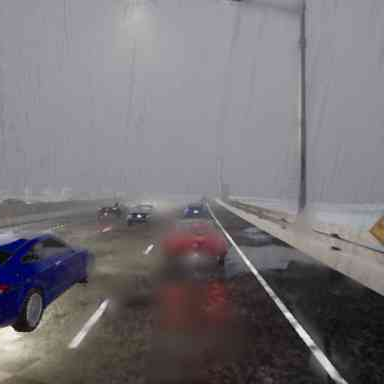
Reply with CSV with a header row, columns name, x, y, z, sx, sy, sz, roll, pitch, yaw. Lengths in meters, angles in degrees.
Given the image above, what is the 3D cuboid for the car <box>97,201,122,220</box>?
name,x,y,z,sx,sy,sz,roll,pitch,yaw
car,-6.665,1.517,28.463,2.128,1.511,4.902,0,0,1

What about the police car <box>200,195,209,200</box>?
name,x,y,z,sx,sy,sz,roll,pitch,yaw
police car,2.551,1.518,67.020,1.930,1.638,5.238,0,0,2

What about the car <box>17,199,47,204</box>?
name,x,y,z,sx,sy,sz,roll,pitch,yaw
car,-20.513,1.651,43.884,1.895,1.301,4.718,0,0,2

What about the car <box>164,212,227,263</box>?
name,x,y,z,sx,sy,sz,roll,pitch,yaw
car,0.128,1.608,11.900,1.895,1.301,4.718,0,0,1

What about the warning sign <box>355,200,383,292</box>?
name,x,y,z,sx,sy,sz,roll,pitch,yaw
warning sign,4.552,1.120,7.387,1.300,1.860,1.060,-1,-1,0

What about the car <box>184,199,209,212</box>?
name,x,y,z,sx,sy,sz,roll,pitch,yaw
car,0.351,1.590,29.073,1.994,1.385,4.181,0,0,1

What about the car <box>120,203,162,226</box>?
name,x,y,z,sx,sy,sz,roll,pitch,yaw
car,-3.261,1.567,23.421,2.033,1.411,5.357,0,0,1

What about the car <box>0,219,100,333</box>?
name,x,y,z,sx,sy,sz,roll,pitch,yaw
car,-3.432,1.529,6.666,1.812,1.442,4.674,0,0,0

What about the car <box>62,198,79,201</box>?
name,x,y,z,sx,sy,sz,roll,pitch,yaw
car,-16.943,1.547,46.176,2.128,1.511,4.902,0,0,2

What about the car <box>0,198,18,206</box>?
name,x,y,z,sx,sy,sz,roll,pitch,yaw
car,-24.015,1.528,43.716,1.882,1.535,5.008,0,0,2
